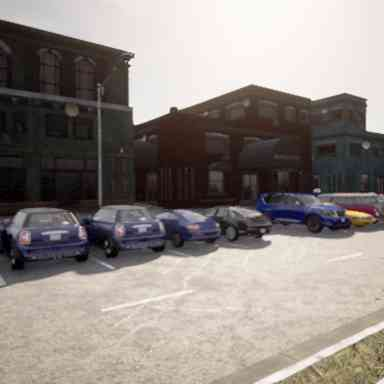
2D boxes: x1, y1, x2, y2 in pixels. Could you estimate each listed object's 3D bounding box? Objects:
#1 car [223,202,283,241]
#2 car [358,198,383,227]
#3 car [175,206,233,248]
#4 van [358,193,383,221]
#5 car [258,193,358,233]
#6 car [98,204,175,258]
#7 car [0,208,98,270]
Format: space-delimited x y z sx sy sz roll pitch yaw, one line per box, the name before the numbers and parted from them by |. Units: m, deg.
car | 1.627 1.389 16.154 2.231 1.521 4.892 0 0 -35
car | 8.522 1.344 20.842 1.946 1.575 5.366 0 0 -35
car | -0.638 1.444 14.545 2.002 1.452 4.674 0 0 -35
van | 10.746 1.110 22.509 1.878 1.987 4.442 0 0 -35
car | 6.167 1.108 19.358 2.435 2.045 5.566 0 0 -35
car | -2.887 1.295 12.909 2.185 1.767 4.553 0 0 -35
car | -5.152 1.313 11.297 2.185 1.767 4.553 -1 0 -35
